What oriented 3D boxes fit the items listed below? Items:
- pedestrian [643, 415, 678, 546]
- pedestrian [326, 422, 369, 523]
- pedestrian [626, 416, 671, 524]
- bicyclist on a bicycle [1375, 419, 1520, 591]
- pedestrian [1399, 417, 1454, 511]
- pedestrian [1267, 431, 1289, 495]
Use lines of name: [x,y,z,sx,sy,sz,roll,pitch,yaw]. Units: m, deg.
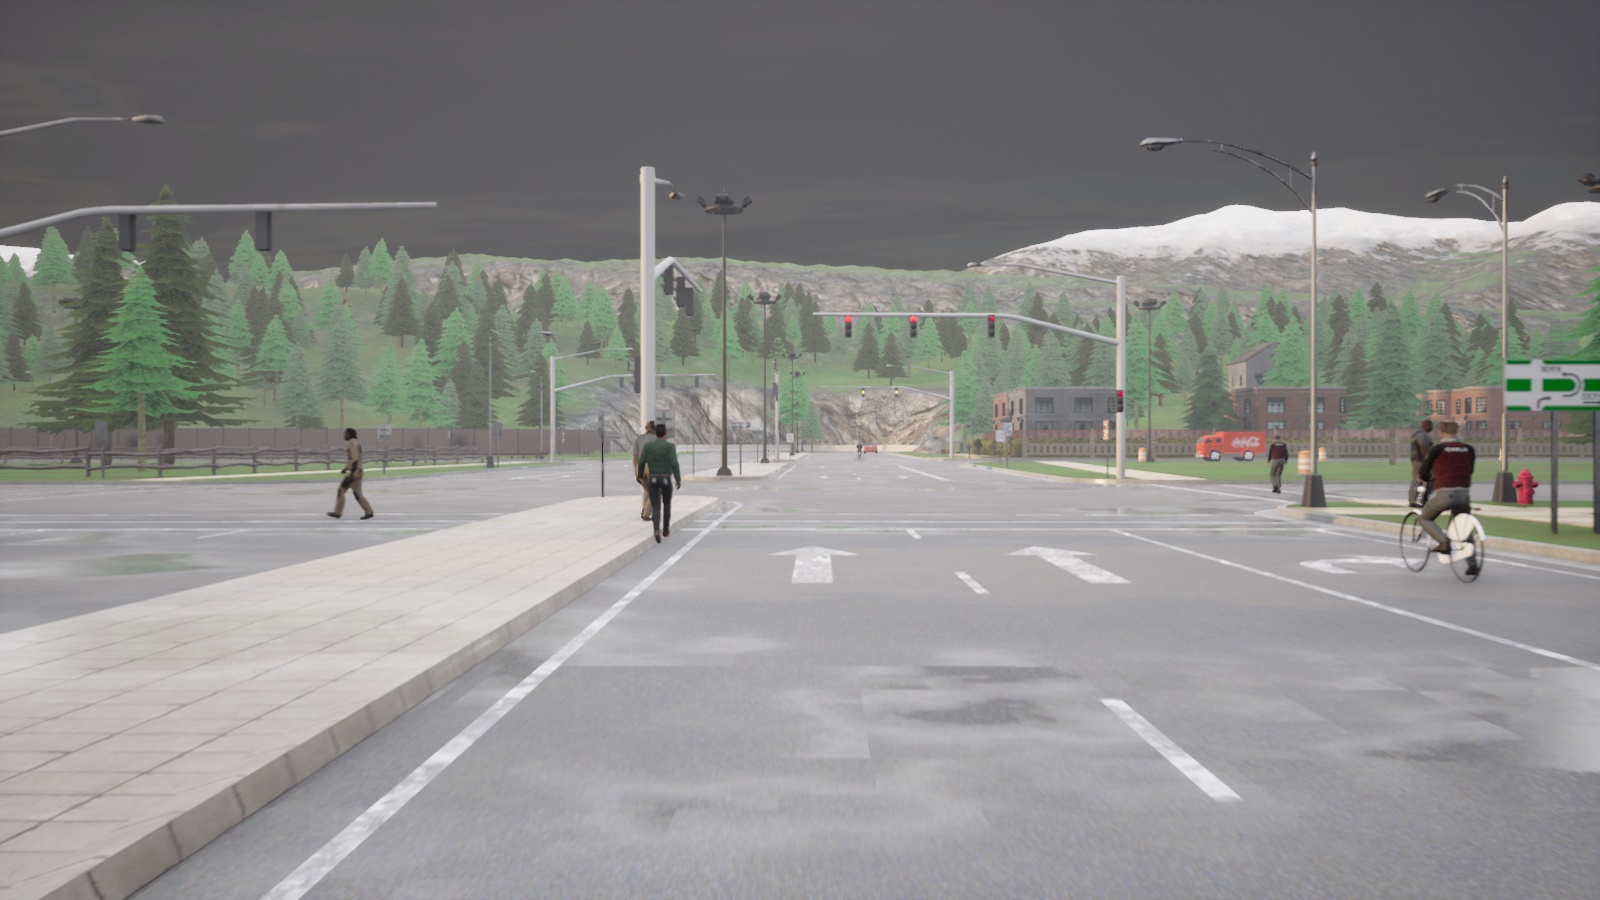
pedestrian: [-2.104,0.453,19.010,0.423,1.949,0.788,0,0,1]
pedestrian: [-8.730,0.424,24.225,0.692,1.930,0.396,0,0,-5]
pedestrian: [-2.638,0.341,21.917,0.540,1.848,0.694,0,0,16]
bicyclist on a bicycle: [7.094,0.560,13.865,0.659,1.776,1.843,0,0,0]
pedestrian: [12.650,0.280,25.369,0.849,1.883,0.563,0,0,5]
pedestrian: [14.110,0.382,37.088,0.376,1.854,0.720,0,0,2]
